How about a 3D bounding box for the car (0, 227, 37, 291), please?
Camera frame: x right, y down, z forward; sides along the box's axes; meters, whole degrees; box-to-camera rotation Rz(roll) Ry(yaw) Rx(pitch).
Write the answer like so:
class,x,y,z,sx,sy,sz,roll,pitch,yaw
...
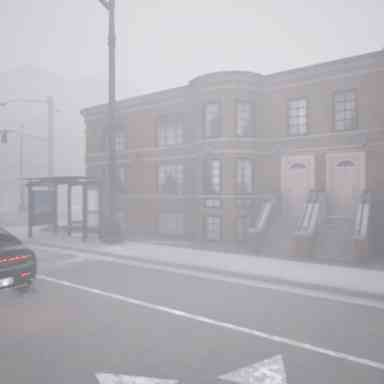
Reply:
class,x,y,z,sx,sy,sz,roll,pitch,yaw
car,-5.670,1.547,8.012,4.892,1.490,1.837,0,0,35
